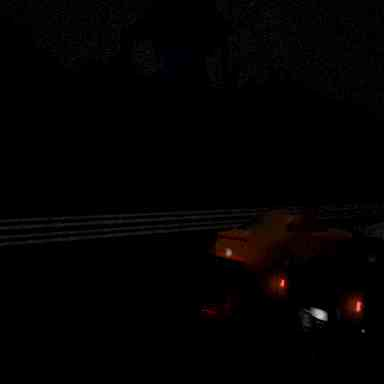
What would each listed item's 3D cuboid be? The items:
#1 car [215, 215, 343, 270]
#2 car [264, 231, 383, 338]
[{"bbox_3d":[2.983,1.443,10.183,5.008,1.535,1.882,0,0,-36],"label":"car"},{"bbox_3d":[3.789,1.585,6.440,4.718,1.301,1.895,-1,1,-35],"label":"car"}]
